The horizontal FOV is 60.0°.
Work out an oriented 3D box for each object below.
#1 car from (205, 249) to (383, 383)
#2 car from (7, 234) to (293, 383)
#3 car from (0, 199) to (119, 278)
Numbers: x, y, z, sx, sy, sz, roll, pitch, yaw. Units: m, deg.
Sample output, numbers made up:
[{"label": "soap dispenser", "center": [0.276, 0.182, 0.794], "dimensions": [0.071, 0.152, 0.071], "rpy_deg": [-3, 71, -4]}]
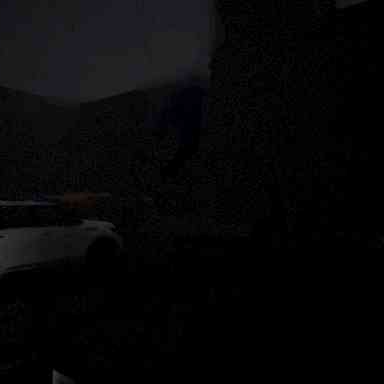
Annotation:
[{"label": "car", "center": [2.382, 1.509, 3.621], "dimensions": [2.163, 1.488, 4.792], "rpy_deg": [0, 0, 36]}, {"label": "car", "center": [0.121, 1.498, 5.235], "dimensions": [2.163, 1.488, 4.792], "rpy_deg": [0, 0, 36]}, {"label": "car", "center": [-4.370, 1.197, 8.512], "dimensions": [2.435, 2.045, 5.566], "rpy_deg": [0, 0, 36]}]
